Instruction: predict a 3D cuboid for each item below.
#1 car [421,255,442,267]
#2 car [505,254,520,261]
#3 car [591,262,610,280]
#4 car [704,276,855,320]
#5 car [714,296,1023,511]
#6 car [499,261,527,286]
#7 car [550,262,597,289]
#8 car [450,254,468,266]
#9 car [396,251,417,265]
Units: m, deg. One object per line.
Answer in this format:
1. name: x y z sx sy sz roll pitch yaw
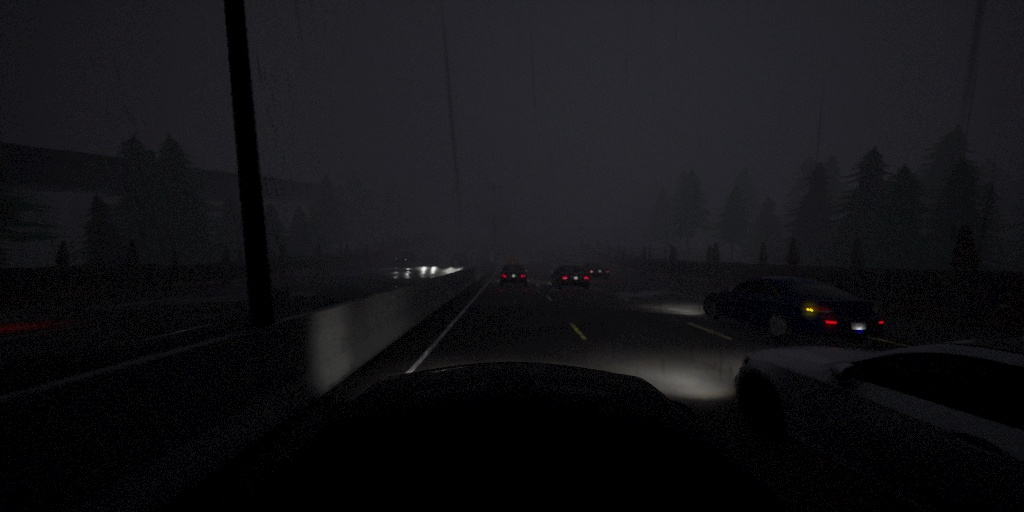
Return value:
1. car: -10.522 0.592 47.110 1.994 1.385 4.181 0 4 0
2. car: 0.074 0.436 47.983 1.882 1.535 5.008 0 5 0
3. car: 7.092 1.264 31.481 2.033 1.411 5.357 0 1 0
4. car: 7.097 1.271 9.640 1.812 1.442 4.674 0 0 0
5. car: 3.598 1.275 2.375 1.812 1.442 4.674 0 0 0
6. car: 0.093 1.286 24.824 2.033 1.411 5.357 0 0 0
7. car: 3.593 1.287 22.696 2.033 1.411 5.357 0 0 0
8. car: -7.018 0.481 47.615 2.128 1.511 4.902 0 4 0
9. car: -14.015 0.190 47.874 1.837 1.490 4.892 0 5 0
